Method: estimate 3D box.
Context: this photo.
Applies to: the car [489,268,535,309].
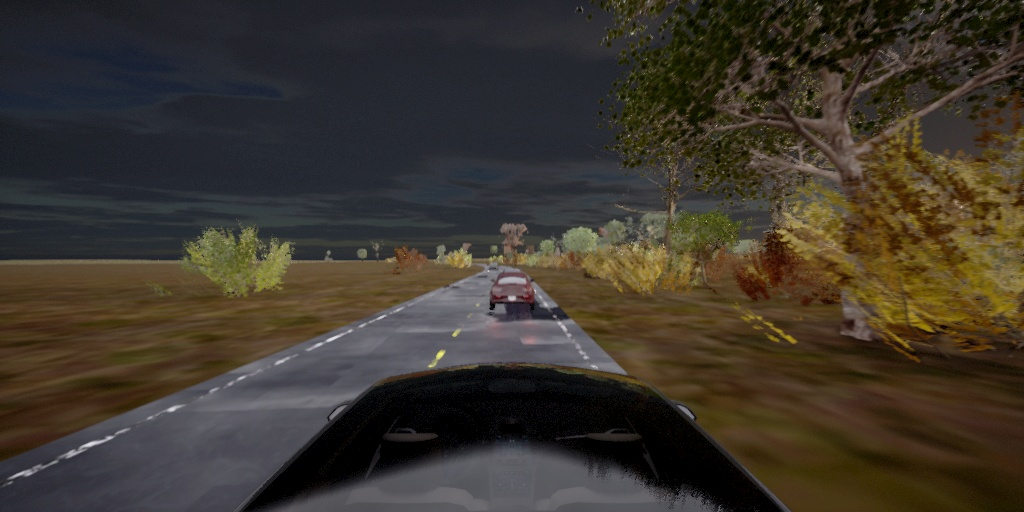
[{"bbox_3d":[0.026,1.430,15.724,1.812,1.442,4.674,0,0,1],"label":"car"}]
